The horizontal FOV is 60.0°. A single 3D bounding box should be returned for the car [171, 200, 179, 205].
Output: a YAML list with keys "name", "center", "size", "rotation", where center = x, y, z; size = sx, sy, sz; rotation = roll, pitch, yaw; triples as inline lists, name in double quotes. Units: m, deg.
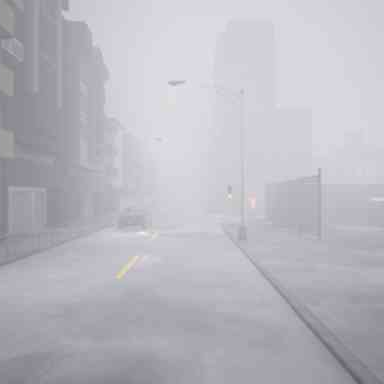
- name: "car"
  center: [-3.944, 2.616, 78.274]
  size: [2.033, 1.411, 5.357]
  rotation: [0, -1, 0]

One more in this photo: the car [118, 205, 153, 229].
- name: "car"
  center: [-4.015, 1.743, 24.041]
  size: [1.882, 1.535, 5.008]
  rotation: [0, -1, 0]
